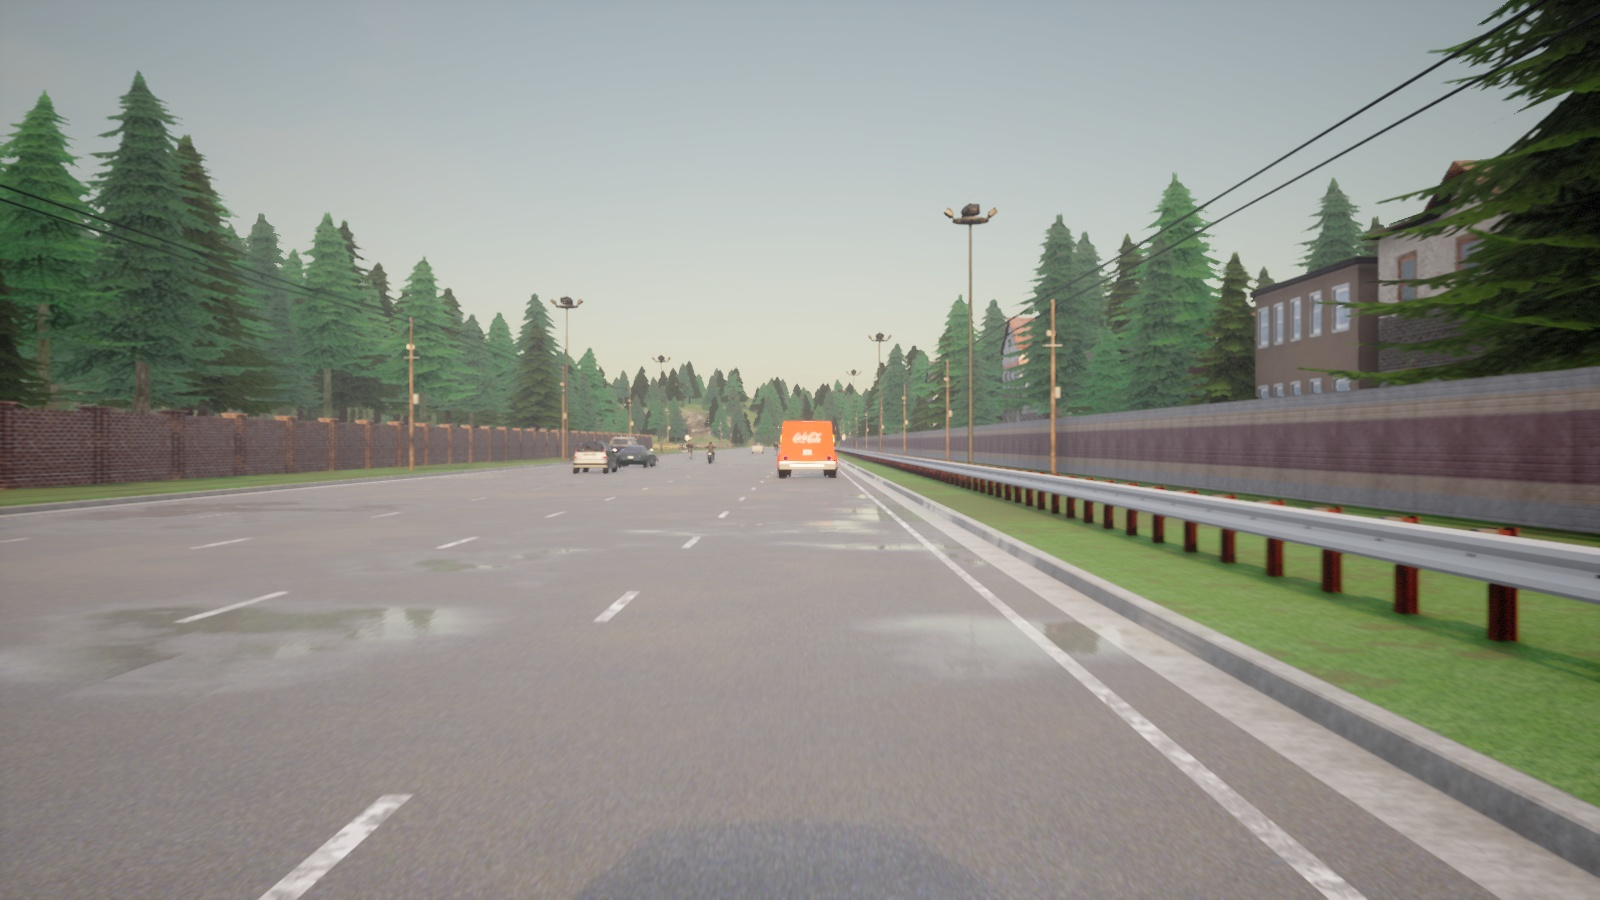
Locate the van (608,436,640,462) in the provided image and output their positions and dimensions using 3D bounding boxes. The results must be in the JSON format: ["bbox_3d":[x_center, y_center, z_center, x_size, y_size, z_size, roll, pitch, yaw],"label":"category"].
[{"bbox_3d":[-13.442,-0.077,95.922,1.775,1.987,4.442,0,0,0],"label":"van"}]

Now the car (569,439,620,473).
[{"bbox_3d":[-10.131,0.269,62.281,1.851,1.617,3.988,0,0,0],"label":"car"}]

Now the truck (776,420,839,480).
[{"bbox_3d":[0.325,-0.053,54.631,2.627,2.467,5.204,0,1,0],"label":"truck"}]

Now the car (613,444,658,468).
[{"bbox_3d":[-9.987,0.351,76.570,1.994,1.385,4.181,0,0,3],"label":"car"}]
